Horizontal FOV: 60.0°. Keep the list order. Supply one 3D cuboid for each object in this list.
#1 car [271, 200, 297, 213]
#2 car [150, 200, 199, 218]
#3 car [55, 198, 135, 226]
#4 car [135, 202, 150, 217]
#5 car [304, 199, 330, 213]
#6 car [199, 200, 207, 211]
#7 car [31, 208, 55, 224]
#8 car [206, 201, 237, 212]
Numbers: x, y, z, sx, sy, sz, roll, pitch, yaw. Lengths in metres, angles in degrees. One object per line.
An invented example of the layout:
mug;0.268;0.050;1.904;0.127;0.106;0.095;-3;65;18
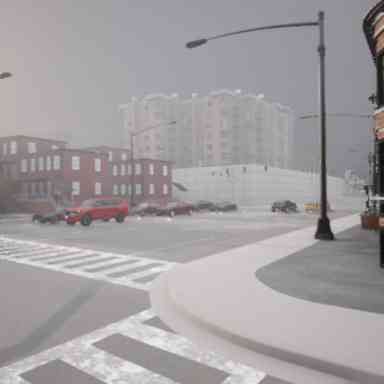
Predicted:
car;11.110;1.684;40.057;1.837;1.490;4.892;-1;-1;36
car;-1.714;1.747;34.447;1.882;1.535;5.008;-1;-1;35
car;-7.505;1.491;26.343;2.150;2.045;5.566;-1;-1;35
car;-4.860;1.840;36.047;1.812;1.442;4.674;-1;-1;35
car;14.779;1.612;39.146;1.882;1.535;5.008;-1;-1;36
car;0.910;1.805;44.113;2.128;1.511;4.902;-1;-1;36
car;-10.584;1.861;28.050;2.033;1.411;5.357;-1;-1;35
car;4.132;1.834;42.602;1.994;1.385;4.181;-1;-1;35
